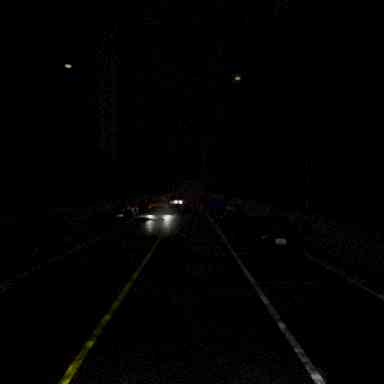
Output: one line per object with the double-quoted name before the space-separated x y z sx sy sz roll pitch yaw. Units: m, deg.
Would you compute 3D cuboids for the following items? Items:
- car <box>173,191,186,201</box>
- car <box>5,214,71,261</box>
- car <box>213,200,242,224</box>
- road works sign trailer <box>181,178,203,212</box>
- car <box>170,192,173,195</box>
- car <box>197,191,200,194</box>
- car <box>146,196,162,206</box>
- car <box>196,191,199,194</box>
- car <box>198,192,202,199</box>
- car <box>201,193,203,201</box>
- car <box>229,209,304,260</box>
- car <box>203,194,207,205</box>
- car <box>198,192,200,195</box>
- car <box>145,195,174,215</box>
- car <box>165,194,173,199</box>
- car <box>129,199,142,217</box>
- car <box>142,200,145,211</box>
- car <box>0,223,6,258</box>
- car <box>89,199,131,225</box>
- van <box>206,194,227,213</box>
"car" -2.995 1.080 74.176 2.128 1.511 4.902 0 0 0
"car" -5.850 1.515 12.075 1.947 1.339 4.313 1 0 0
"car" 2.677 1.481 23.327 1.802 1.307 4.206 1 0 0
"road works sign trailer" 0.003 0.304 36.031 2.380 3.560 2.880 0 0 0
"car" -5.844 1.162 73.773 1.752 1.417 4.829 1 0 0
"car" 2.683 1.146 79.573 1.887 1.381 4.507 1 0 0
"car" -5.846 1.305 51.446 1.887 1.381 4.507 1 0 0
"car" 2.683 1.097 90.823 1.947 1.339 4.313 1 0 0
"car" 2.681 1.250 62.700 2.008 1.369 4.403 1 0 0
"car" 2.679 1.311 51.450 2.008 1.369 4.403 1 0 0
"car" 2.676 1.514 12.077 1.947 1.339 4.313 1 0 0
"car" 2.680 1.259 40.200 1.967 1.590 4.097 1 0 0
"car" 2.681 1.212 68.324 1.887 1.381 4.507 1 0 0
"car" -3.095 1.334 32.586 1.882 1.535 5.008 0 0 0
"car" -5.843 1.150 85.193 1.802 1.307 4.206 1 0 0
"car" -5.847 1.314 28.948 1.967 1.590 4.097 1 0 0
"car" -5.848 1.392 34.573 1.887 1.381 4.507 1 0 0
"car" -5.850 1.539 6.451 1.947 1.339 4.313 1 0 0
"car" -5.849 1.445 23.324 1.887 1.381 4.507 1 0 0
"van" 2.680 1.187 34.575 1.690 1.788 3.998 1 0 0
